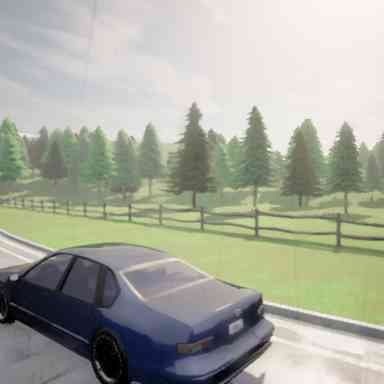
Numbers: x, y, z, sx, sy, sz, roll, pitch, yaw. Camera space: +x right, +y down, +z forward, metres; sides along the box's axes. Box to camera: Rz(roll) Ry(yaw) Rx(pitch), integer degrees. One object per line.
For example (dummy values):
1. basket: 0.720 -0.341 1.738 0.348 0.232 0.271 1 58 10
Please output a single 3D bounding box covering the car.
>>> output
1. car: -1.437 1.562 5.340 5.357 1.411 2.033 0 0 40
